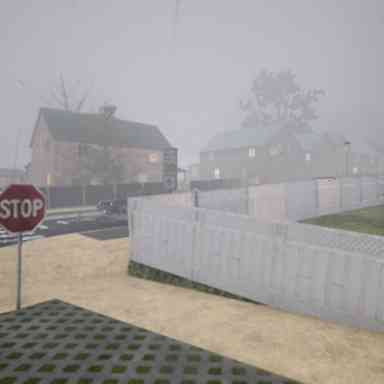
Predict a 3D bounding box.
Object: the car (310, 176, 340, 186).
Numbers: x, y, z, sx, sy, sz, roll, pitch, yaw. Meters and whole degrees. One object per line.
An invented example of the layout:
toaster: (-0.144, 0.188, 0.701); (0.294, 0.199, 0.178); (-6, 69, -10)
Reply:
car: (12.263, -0.726, 31.649); (4.553, 1.767, 2.097); (-4, 4, -42)

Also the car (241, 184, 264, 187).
car: (4.367, 0.073, 25.026); (4.718, 1.301, 1.895); (-4, 4, -40)

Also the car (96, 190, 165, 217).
car: (-2.926, 0.581, 18.896); (4.718, 1.301, 1.895); (-4, 4, -40)
